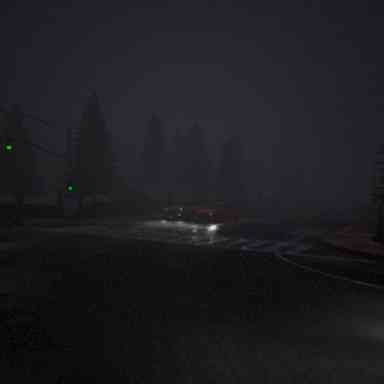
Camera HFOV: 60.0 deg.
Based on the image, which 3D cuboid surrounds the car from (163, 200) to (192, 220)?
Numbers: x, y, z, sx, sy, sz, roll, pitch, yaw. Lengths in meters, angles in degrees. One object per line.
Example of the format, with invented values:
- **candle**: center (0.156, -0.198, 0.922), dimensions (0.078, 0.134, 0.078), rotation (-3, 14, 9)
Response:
- **car**: center (-0.519, 1.520, 29.668), dimensions (2.097, 1.767, 4.553), rotation (-1, 0, 35)

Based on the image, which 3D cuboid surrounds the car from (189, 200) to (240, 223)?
- **car**: center (2.215, 1.612, 27.474), dimensions (1.882, 1.535, 5.008), rotation (-1, 0, 35)
